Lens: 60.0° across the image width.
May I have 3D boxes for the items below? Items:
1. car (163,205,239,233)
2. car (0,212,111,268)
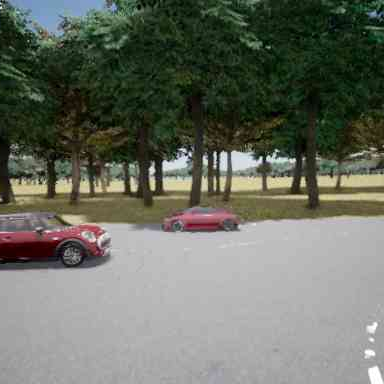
[{"bbox_3d":[0.470,1.436,18.315,4.181,1.385,1.994,-1,2,-1],"label":"car"},{"bbox_3d":[-5.138,1.481,11.259,4.553,1.767,2.097,-2,1,-1],"label":"car"}]
